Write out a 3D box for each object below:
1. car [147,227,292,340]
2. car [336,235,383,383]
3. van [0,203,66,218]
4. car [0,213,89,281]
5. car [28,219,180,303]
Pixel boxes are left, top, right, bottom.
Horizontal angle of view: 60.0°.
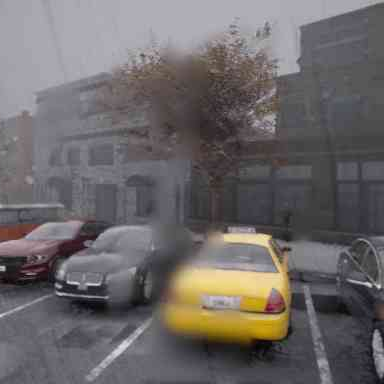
[{"bbox_3d":[1.070,1.486,6.899,1.946,1.575,5.366,0,-1,15],"label":"car"},{"bbox_3d":[3.414,1.481,5.028,2.231,1.521,4.892,0,-1,15],"label":"car"},{"bbox_3d":[-6.108,1.404,11.917,1.878,1.987,4.442,-2,-2,15],"label":"van"},{"bbox_3d":[-3.740,1.560,10.112,2.097,1.535,5.008,-1,-2,15],"label":"car"},{"bbox_3d":[-1.353,1.514,8.417,2.231,1.521,4.892,-1,-1,15],"label":"car"}]
